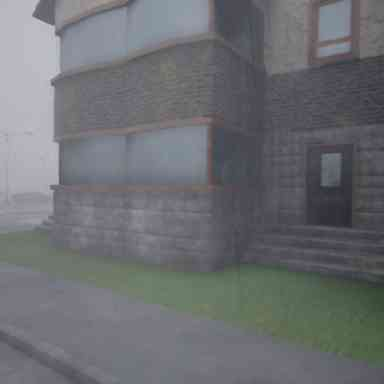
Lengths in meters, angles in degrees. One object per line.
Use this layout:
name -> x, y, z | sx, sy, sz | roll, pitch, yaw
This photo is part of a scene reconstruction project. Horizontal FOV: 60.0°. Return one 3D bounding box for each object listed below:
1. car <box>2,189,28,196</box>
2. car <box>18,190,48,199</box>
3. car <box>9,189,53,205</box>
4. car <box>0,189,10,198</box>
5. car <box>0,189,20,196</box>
car -> -41.649, 0.191, 78.379 | 2.152, 1.636, 5.027 | 1, 1, 35
car -> -28.351, 0.476, 59.418 | 2.007, 1.523, 4.514 | 1, 1, 35
car -> -18.785, 0.759, 39.426 | 2.007, 1.523, 4.514 | 1, 1, 35
car -> -36.461, 0.353, 65.254 | 1.845, 1.501, 3.633 | 1, 1, 35
car -> -44.234, 0.154, 80.158 | 2.007, 1.523, 4.514 | 1, 1, 35
